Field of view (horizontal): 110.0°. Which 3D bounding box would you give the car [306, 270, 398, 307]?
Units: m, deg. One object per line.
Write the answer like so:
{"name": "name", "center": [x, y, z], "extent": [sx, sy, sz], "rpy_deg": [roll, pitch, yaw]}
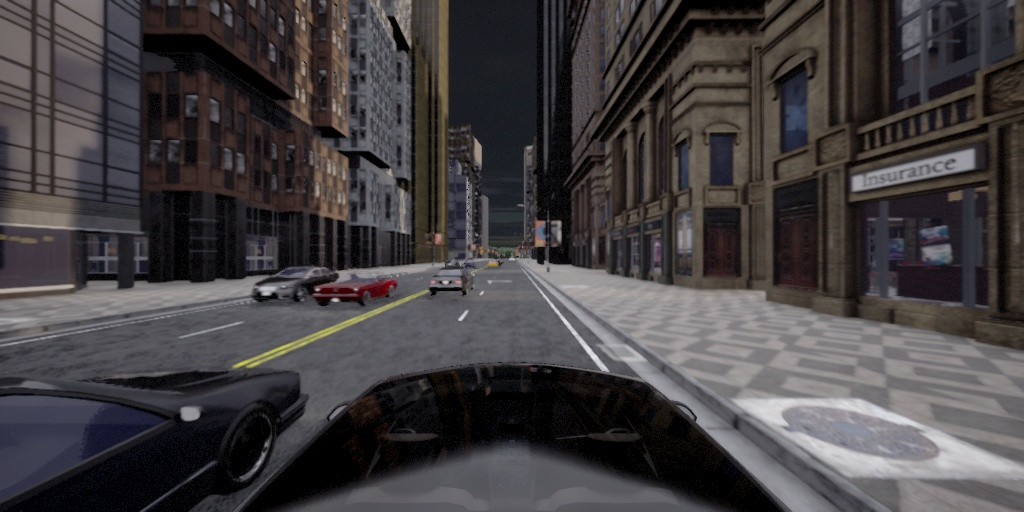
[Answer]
{"name": "car", "center": [-6.599, 1.353, 15.631], "extent": [1.895, 1.301, 4.718], "rpy_deg": [0, 0, 0]}

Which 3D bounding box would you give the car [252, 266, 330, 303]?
{"name": "car", "center": [-9.848, 1.244, 16.824], "extent": [2.128, 1.511, 4.902], "rpy_deg": [0, 0, 0]}

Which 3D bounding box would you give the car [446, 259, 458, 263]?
{"name": "car", "center": [-9.798, 1.270, 58.666], "extent": [2.128, 1.511, 4.902], "rpy_deg": [0, 0, 1]}

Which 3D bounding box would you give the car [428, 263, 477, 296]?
{"name": "car", "center": [-3.149, 1.301, 19.506], "extent": [2.033, 1.411, 5.357], "rpy_deg": [0, 0, 0]}

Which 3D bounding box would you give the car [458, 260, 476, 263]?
{"name": "car", "center": [-6.553, 1.322, 56.071], "extent": [2.033, 1.411, 5.357], "rpy_deg": [0, 0, 1]}

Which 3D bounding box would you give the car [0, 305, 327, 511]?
{"name": "car", "center": [-3.148, 1.298, 1.463], "extent": [2.033, 1.411, 5.357], "rpy_deg": [0, 0, 0]}

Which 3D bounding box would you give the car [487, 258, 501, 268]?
{"name": "car", "center": [-3.251, 1.237, 60.937], "extent": [1.801, 1.575, 5.366], "rpy_deg": [0, 0, 0]}
